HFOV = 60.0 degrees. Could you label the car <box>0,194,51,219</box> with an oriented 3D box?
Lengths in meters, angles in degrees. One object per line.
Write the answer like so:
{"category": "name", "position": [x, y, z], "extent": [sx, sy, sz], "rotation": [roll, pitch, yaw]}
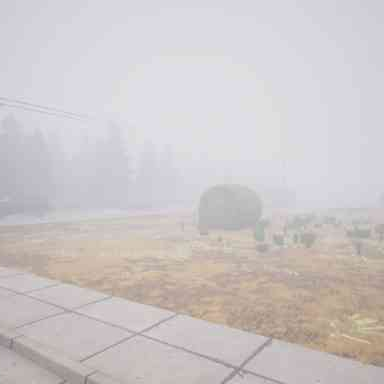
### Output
{"category": "car", "position": [-15.513, 1.248, 29.733], "extent": [2.150, 2.045, 5.566], "rotation": [0, 0, 36]}

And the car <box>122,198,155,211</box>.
{"category": "car", "position": [-6.618, 1.552, 41.757], "extent": [1.812, 1.442, 4.674], "rotation": [0, 0, 36]}
